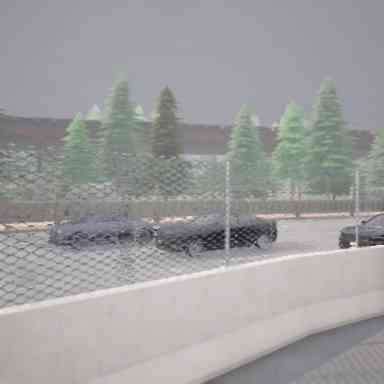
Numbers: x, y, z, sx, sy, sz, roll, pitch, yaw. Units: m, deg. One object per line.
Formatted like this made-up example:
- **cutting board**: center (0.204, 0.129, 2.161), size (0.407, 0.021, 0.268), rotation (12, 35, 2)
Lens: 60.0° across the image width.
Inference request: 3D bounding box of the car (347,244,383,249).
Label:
- **car**: center (7.717, 1.499, 12.460), size (5.008, 1.535, 1.882), rotation (0, 0, -27)
